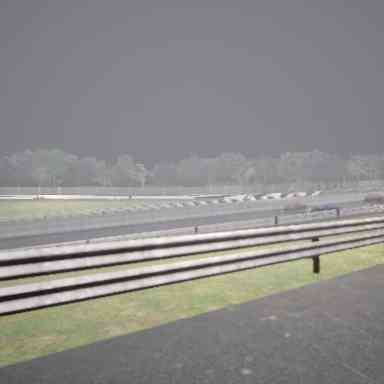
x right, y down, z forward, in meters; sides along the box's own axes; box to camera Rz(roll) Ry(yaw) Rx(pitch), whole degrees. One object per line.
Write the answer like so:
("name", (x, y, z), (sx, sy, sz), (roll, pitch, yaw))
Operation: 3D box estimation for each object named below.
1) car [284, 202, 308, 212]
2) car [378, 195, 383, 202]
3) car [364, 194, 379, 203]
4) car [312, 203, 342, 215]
("car", (17.156, 2.341, 54.910), (4.181, 1.385, 1.994), (-4, 2, -28))
("car", (37.511, 1.375, 61.899), (4.718, 1.301, 1.895), (-3, 2, -28))
("car", (35.788, 1.124, 64.946), (4.553, 1.767, 2.097), (-3, 2, -28))
("car", (19.726, 2.328, 48.343), (5.008, 1.535, 1.882), (-4, 2, -28))
